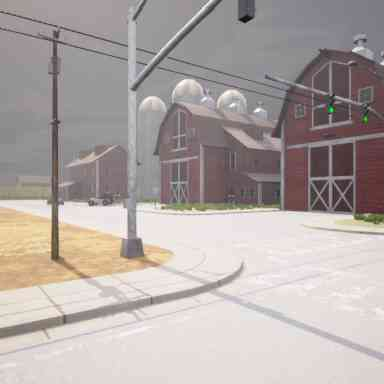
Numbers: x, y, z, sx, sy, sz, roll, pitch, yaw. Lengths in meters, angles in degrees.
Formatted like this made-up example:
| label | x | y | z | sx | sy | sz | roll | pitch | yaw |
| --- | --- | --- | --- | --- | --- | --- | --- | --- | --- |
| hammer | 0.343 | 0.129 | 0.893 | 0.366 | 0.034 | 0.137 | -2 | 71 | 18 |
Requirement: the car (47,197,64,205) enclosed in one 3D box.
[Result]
| label | x | y | z | sx | sy | sz | roll | pitch | yaw |
| --- | --- | --- | --- | --- | --- | --- | --- | --- | --- |
| car | -23.266 | 1.537 | 56.583 | 1.994 | 1.385 | 4.181 | 0 | 0 | -36 |

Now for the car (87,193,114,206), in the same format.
| label | x | y | z | sx | sy | sz | roll | pitch | yaw |
| --- | --- | --- | --- | --- | --- | --- | --- | --- | --- |
| car | -13.797 | 1.118 | 50.595 | 3.866 | 1.878 | 1.905 | -2 | 5 | 11 |
